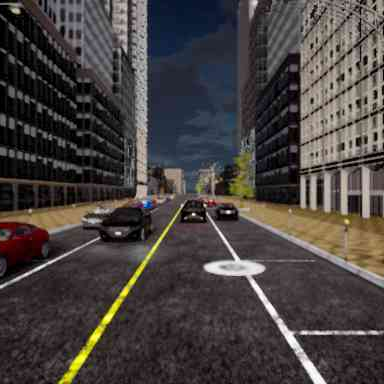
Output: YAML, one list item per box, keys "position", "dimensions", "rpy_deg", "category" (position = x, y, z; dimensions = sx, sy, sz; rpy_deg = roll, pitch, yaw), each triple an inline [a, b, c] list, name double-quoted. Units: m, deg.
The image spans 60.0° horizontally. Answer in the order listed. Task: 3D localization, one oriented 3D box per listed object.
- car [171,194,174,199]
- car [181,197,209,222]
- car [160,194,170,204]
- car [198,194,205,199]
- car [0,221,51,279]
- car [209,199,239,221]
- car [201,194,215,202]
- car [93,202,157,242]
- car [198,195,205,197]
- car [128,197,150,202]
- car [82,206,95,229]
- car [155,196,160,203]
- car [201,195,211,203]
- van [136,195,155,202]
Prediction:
- position: [-5.626, 1.450, 72.512]
  dimensions: [1.947, 1.339, 4.313]
  rpy_deg: [0, 0, 0]
  category: "car"
- position: [0.122, 1.443, 26.141]
  dimensions: [1.882, 1.535, 5.008]
  rpy_deg: [0, 0, 0]
  category: "car"
- position: [-5.635, 1.346, 61.126]
  dimensions: [1.967, 1.590, 4.097]
  rpy_deg: [0, 0, 0]
  category: "car"
- position: [2.774, 1.278, 95.257]
  dimensions: [1.967, 1.590, 4.097]
  rpy_deg: [0, 0, 0]
  category: "car"
- position: [-5.678, 1.570, 9.896]
  dimensions: [1.802, 1.307, 4.206]
  rpy_deg: [0, 0, 0]
  category: "car"
- position: [2.716, 1.530, 26.954]
  dimensions: [1.947, 1.339, 4.313]
  rpy_deg: [0, 0, 0]
  category: "car"
- position: [2.736, 1.367, 49.721]
  dimensions: [1.967, 1.590, 4.097]
  rpy_deg: [0, 0, 0]
  category: "car"
- position: [-3.078, 1.456, 16.400]
  dimensions: [1.882, 1.535, 5.008]
  rpy_deg: [0, 0, 0]
  category: "car"
- position: [0.136, 1.443, 42.775]
  dimensions: [2.163, 1.488, 4.792]
  rpy_deg: [0, 0, 0]
  category: "car"
- position: [-5.660, 1.500, 32.666]
  dimensions: [1.887, 1.381, 4.507]
  rpy_deg: [0, 0, 0]
  category: "car"
- position: [-5.669, 1.523, 21.282]
  dimensions: [2.008, 1.369, 4.403]
  rpy_deg: [0, 0, 0]
  category: "car"
- position: [-5.650, 1.519, 44.051]
  dimensions: [1.802, 1.307, 4.206]
  rpy_deg: [0, 0, 0]
  category: "car"
- position: [2.750, 1.420, 66.968]
  dimensions: [1.752, 1.417, 4.829]
  rpy_deg: [0, 0, 0]
  category: "car"
- position: [-5.654, 1.288, 38.359]
  dimensions: [1.690, 1.788, 3.998]
  rpy_deg: [0, 0, 0]
  category: "van"
